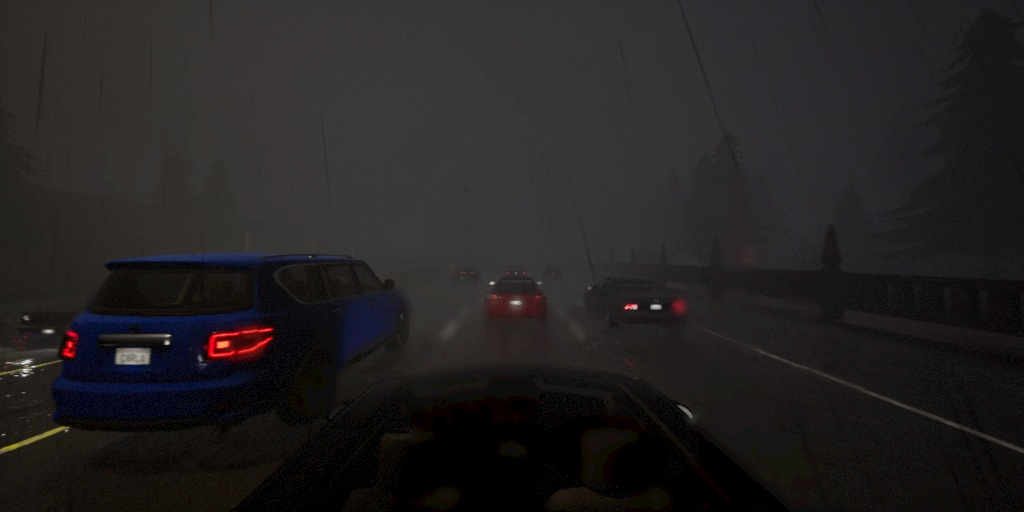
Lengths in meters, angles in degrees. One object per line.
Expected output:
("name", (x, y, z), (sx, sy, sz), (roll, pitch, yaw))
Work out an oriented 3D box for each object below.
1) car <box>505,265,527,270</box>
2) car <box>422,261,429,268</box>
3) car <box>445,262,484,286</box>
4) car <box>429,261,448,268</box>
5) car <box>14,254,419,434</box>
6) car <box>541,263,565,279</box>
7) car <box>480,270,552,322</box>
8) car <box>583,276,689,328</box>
("car", (0.340, 1.445, 31.335), (2.033, 1.411, 5.357), (0, 0, 1))
("car", (-13.493, 1.621, 61.571), (1.994, 1.385, 4.181), (0, 0, 1))
("car", (-3.208, 1.368, 26.490), (2.128, 1.511, 4.902), (0, 0, 1))
("car", (-10.127, 1.486, 52.075), (1.882, 1.535, 5.008), (0, 0, 1))
("car", (-3.386, 0.997, 5.897), (2.150, 2.045, 5.566), (0, 0, 0))
("car", (3.874, 1.437, 34.843), (1.812, 1.442, 4.674), (0, 0, 1))
("car", (0.162, 1.368, 12.532), (1.994, 1.385, 4.181), (0, 0, 0))
("car", (3.649, 1.344, 11.536), (2.033, 1.411, 5.357), (0, 0, 1))
